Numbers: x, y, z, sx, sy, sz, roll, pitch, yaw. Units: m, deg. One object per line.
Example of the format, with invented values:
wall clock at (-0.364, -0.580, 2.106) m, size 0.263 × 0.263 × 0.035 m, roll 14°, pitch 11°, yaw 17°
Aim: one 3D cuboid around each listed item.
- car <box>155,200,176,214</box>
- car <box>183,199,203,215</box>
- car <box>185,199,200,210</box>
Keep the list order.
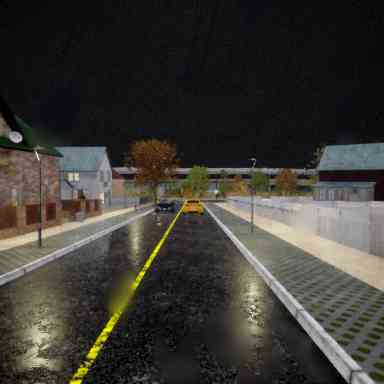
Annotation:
car at (-2.771, 1.559, 35.439) m, size 1.994 × 1.385 × 4.181 m, roll 0°, pitch 0°, yaw 1°
car at (0.119, 1.471, 33.983) m, size 1.882 × 1.535 × 5.008 m, roll 0°, pitch 0°, yaw 0°
car at (0.124, 1.602, 44.516) m, size 1.895 × 1.301 × 4.718 m, roll 0°, pitch 0°, yaw 0°
